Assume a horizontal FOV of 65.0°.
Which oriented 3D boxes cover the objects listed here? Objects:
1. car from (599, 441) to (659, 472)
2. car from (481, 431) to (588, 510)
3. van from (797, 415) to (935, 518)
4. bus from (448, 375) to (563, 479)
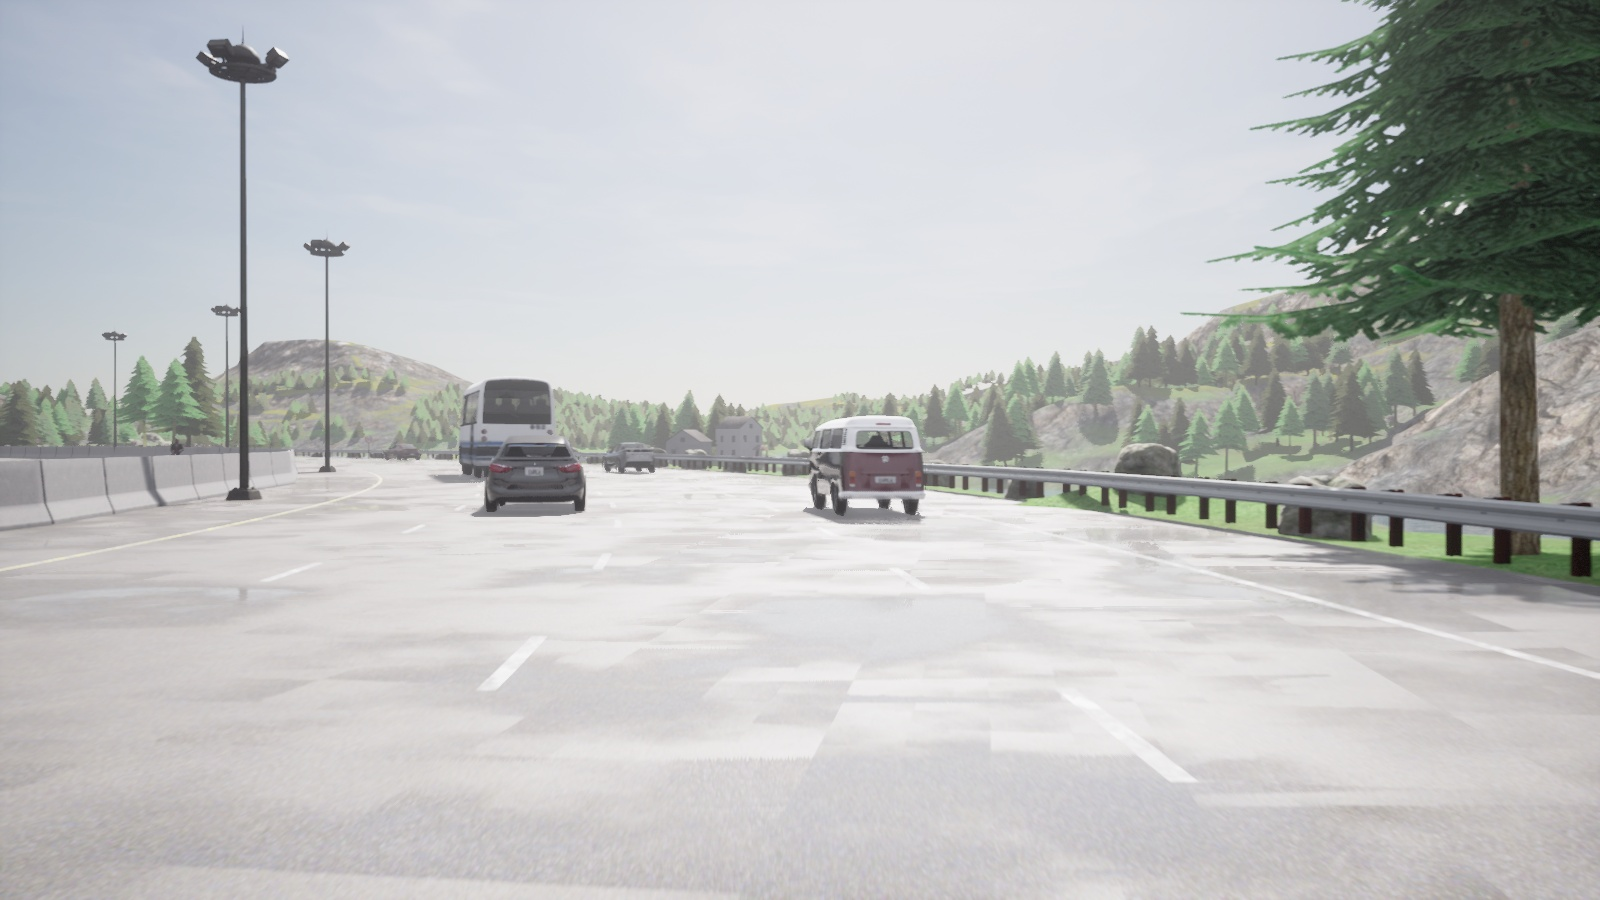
[{"bbox_3d":[-8.734,0.326,63.969,2.007,1.525,4.514,0,0,-21],"label":"car"},{"bbox_3d":[-6.089,0.422,29.186,2.242,1.667,4.611,0,0,-10],"label":"car"},{"bbox_3d":[1.325,0.317,27.246,2.069,2.038,4.480,0,0,-9],"label":"van"},{"bbox_3d":[-13.543,-0.961,56.992,3.944,4.253,10.273,0,0,-20],"label":"bus"}]
